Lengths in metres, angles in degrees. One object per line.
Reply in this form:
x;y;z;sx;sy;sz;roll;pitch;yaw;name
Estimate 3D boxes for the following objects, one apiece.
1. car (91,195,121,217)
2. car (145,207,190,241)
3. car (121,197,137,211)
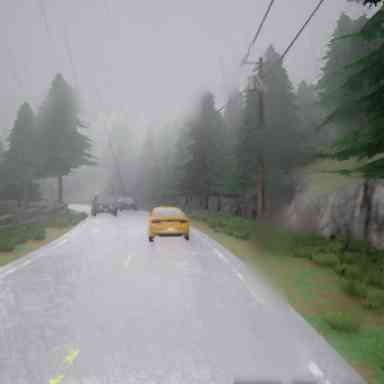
-8.514;1.264;32.151;2.150;2.045;5.566;0;0;-19;car
-1.324;1.496;17.040;1.882;1.535;5.008;0;0;-9;car
-8.257;1.401;40.821;2.097;1.767;4.553;0;0;-24;car
